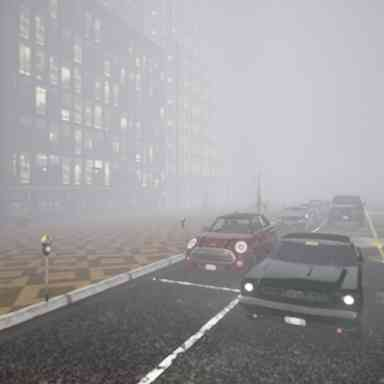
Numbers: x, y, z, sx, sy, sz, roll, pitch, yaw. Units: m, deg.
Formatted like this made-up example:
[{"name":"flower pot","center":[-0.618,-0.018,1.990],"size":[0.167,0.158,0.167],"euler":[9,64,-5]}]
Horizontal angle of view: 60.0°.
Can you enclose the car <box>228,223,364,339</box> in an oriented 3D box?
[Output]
[{"name":"car","center":[2.507,1.596,6.894],"size":[1.895,1.301,4.718],"euler":[0,0,27]}]

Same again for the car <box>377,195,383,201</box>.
[{"name":"car","center":[46.069,1.544,80.698],"size":[1.887,1.381,4.507],"euler":[0,0,27]}]

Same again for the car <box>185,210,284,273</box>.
[{"name":"car","center":[1.383,1.436,10.440],"size":[1.967,1.590,4.097],"euler":[0,0,27]}]

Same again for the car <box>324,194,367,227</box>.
[{"name":"car","center":[10.614,1.208,22.809],"size":[2.150,2.045,5.566],"euler":[0,0,27]}]

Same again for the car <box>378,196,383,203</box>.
[{"name":"car","center":[38.630,1.531,65.894],"size":[1.887,1.381,4.507],"euler":[0,0,27]}]

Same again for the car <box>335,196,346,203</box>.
[{"name":"car","center":[31.142,1.561,69.657],"size":[1.947,1.339,4.313],"euler":[0,0,27]}]

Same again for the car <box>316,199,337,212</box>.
[{"name":"car","center":[16.263,1.549,40.048],"size":[1.947,1.339,4.313],"euler":[0,0,27]}]

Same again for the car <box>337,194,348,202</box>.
[{"name":"car","center":[36.100,1.319,79.527],"size":[2.192,1.841,5.009],"euler":[0,0,27]}]

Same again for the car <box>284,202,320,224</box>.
[{"name":"car","center":[6.343,1.541,20.308],"size":[2.008,1.369,4.403],"euler":[0,0,27]}]

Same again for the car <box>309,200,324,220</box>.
[{"name":"car","center":[8.823,1.539,25.244],"size":[2.008,1.369,4.403],"euler":[0,0,27]}]

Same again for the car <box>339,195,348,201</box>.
[{"name":"car","center":[38.582,1.575,84.461],"size":[1.947,1.339,4.313],"euler":[0,0,27]}]
